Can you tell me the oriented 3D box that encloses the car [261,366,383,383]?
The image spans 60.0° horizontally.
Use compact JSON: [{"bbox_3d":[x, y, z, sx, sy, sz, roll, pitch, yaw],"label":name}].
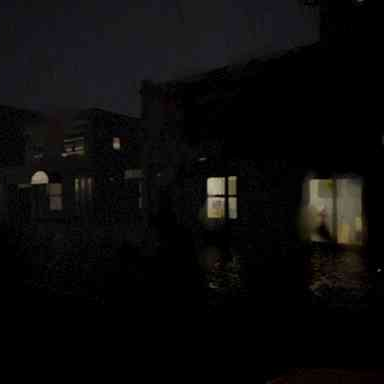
[{"bbox_3d":[2.291,1.515,1.243,4.829,1.417,1.752,-1,-1,35],"label":"car"}]
